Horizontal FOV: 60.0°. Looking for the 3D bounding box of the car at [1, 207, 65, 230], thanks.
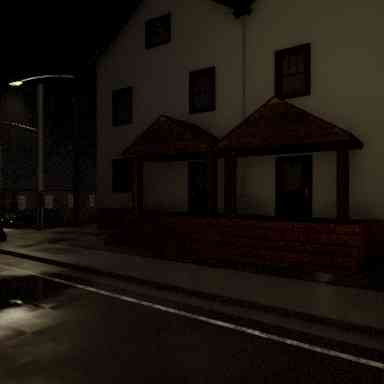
[{"bbox_3d":[-14.227,2.400,30.139,2.150,2.045,5.566,0,-9,36],"label":"car"}]
